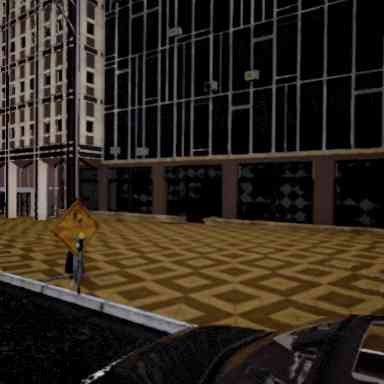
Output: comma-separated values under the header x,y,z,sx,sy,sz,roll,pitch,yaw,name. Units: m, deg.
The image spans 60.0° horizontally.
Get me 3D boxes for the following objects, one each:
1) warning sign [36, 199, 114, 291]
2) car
x,y,z,sx,sy,sz,roll,pitch,yaw,name
-2.693,1.119,7.708,1.060,1.860,1.300,1,0,35,warning sign
1.210,1.546,2.014,4.403,1.369,2.008,0,1,35,car
